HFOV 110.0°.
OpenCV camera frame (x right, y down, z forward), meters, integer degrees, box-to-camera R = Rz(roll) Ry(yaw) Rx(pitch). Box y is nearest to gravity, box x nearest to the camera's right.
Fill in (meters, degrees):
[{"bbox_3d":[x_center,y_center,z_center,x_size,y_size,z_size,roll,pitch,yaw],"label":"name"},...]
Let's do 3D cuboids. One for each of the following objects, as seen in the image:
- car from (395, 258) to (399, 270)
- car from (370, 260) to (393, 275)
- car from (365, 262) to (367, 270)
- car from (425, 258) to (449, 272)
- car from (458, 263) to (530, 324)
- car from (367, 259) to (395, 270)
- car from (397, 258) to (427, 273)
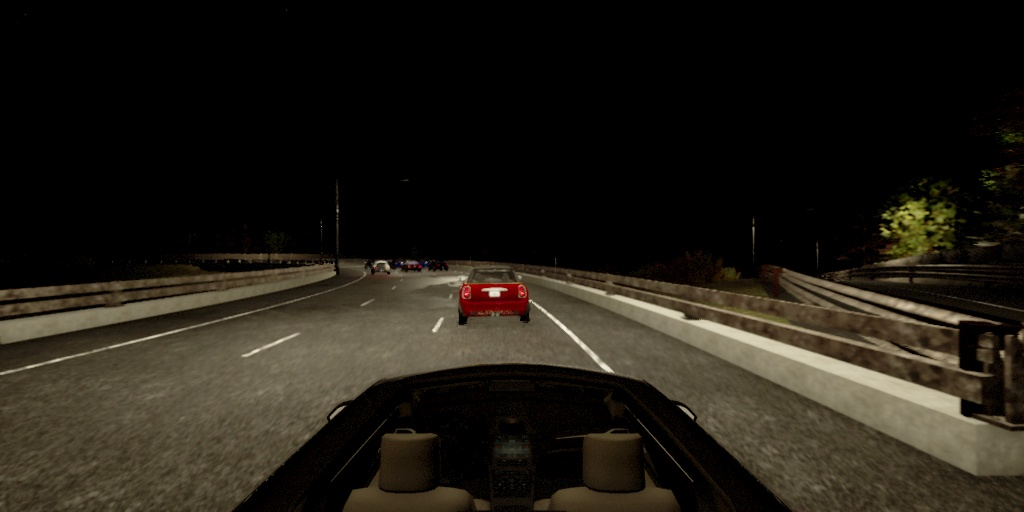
[{"bbox_3d":[-17.051,1.103,53.829,2.097,1.767,4.553,0,0,-31],"label":"car"},{"bbox_3d":[-14.312,1.289,39.292,1.812,1.442,4.674,0,0,-20],"label":"car"},{"bbox_3d":[-20.192,1.279,52.269,1.837,1.490,4.892,0,0,-31],"label":"car"},{"bbox_3d":[-9.523,1.246,46.357,1.812,1.442,4.674,0,0,-26],"label":"car"},{"bbox_3d":[-0.700,1.086,12.208,2.097,1.767,4.553,0,0,-6],"label":"car"},{"bbox_3d":[-16.007,1.256,43.724,2.128,1.511,4.902,0,0,-26],"label":"car"},{"bbox_3d":[-12.524,1.290,44.531,2.033,1.411,5.357,0,0,-26],"label":"car"}]
